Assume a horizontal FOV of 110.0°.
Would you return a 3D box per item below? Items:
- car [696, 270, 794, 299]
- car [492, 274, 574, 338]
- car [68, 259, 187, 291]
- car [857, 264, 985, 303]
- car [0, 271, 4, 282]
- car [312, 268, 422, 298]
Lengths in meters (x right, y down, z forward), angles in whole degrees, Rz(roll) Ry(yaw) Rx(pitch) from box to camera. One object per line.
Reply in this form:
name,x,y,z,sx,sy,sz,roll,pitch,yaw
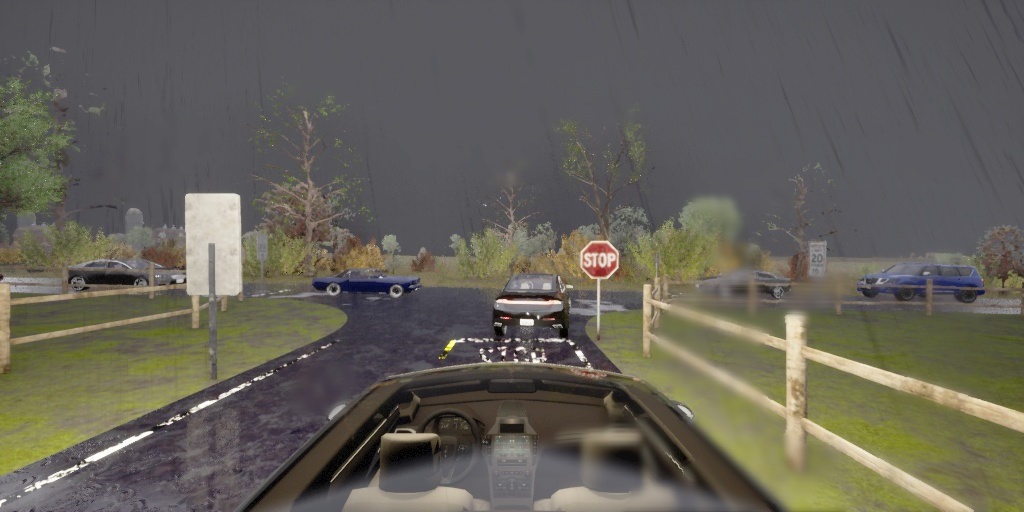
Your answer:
car,13.014,1.526,20.209,4.902,1.511,2.128,1,1,0
car,0.711,1.240,10.257,2.128,1.511,4.902,0,0,9
car,-18.481,0.886,17.317,4.902,1.511,2.128,1,1,0
car,22.910,1.467,20.192,5.566,2.045,2.150,1,1,0
car,-27.785,0.718,17.330,4.674,1.442,1.812,1,1,0
car,-6.813,1.249,17.293,4.718,1.301,1.895,1,1,0
